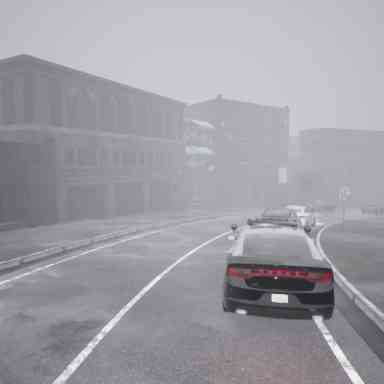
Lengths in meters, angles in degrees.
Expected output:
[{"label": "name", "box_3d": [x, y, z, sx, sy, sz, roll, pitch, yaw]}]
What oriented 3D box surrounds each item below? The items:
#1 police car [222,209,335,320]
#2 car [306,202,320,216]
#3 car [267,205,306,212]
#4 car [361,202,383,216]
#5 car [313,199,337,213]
[{"label": "police car", "box_3d": [1.816, 1.431, 7.637, 1.930, 1.638, 5.238, 1, 0, 10]}, {"label": "car", "box_3d": [6.860, 1.606, 21.757, 1.812, 1.442, 4.674, 2, 1, 29]}, {"label": "car", "box_3d": [4.437, 1.543, 16.613, 1.837, 1.490, 4.892, 2, 0, 22]}, {"label": "car", "box_3d": [22.138, 1.990, 39.580, 4.902, 1.511, 2.128, 2, 3, -33]}, {"label": "car", "box_3d": [15.151, 1.628, 38.831, 4.892, 1.490, 1.837, 2, 2, -39]}]
